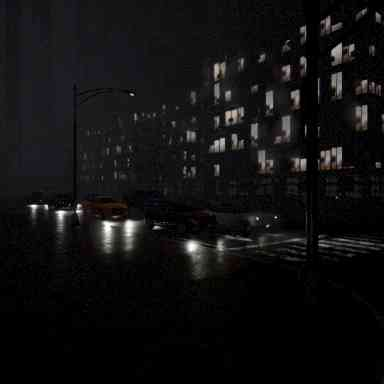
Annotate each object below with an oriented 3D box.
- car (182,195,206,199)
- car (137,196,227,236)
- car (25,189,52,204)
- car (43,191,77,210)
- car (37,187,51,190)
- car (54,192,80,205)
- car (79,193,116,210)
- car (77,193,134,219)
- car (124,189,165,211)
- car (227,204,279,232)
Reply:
[{"bbox_3d":[-0.169,1.004,32.705,1.882,1.535,5.008,0,1,-38],"label":"car"},{"bbox_3d":[-0.704,1.231,17.297,1.882,1.535,5.008,0,1,-37],"label":"car"},{"bbox_3d":[-19.193,0.707,40.968,1.837,1.490,4.892,0,1,-37],"label":"car"},{"bbox_3d":[-12.828,0.898,32.755,1.837,1.490,4.892,0,1,-38],"label":"car"},{"bbox_3d":[-28.548,-0.025,63.726,2.150,2.045,5.566,0,1,-38],"label":"car"},{"bbox_3d":[-15.837,0.749,41.938,1.812,1.442,4.674,0,1,-38],"label":"car"},{"bbox_3d":[-9.737,0.883,34.087,1.882,1.535,5.008,0,1,-38],"label":"car"},{"bbox_3d":[-6.551,1.058,24.742,1.882,1.535,5.008,0,1,-38],"label":"car"},{"bbox_3d":[-3.569,0.810,26.206,2.150,2.045,5.566,0,1,-38],"label":"car"},{"bbox_3d":[2.464,1.368,18.554,1.895,1.301,4.718,0,1,-39],"label":"car"}]
